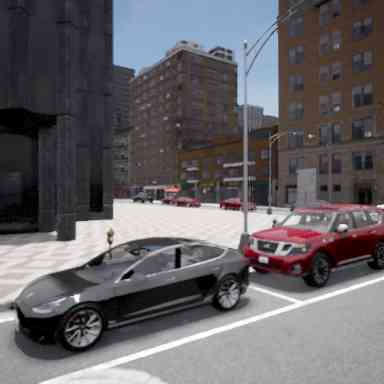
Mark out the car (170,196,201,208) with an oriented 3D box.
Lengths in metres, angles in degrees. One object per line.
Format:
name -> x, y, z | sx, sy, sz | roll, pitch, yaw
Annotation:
car -> -0.678, 1.423, 46.298 | 1.882, 1.535, 5.008 | 0, 0, -34

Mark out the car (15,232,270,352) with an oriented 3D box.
car -> -0.820, 1.564, 6.182 | 4.313, 1.339, 1.947 | 0, 0, -36

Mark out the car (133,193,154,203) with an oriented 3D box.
car -> -9.375, 1.121, 64.323 | 2.150, 2.045, 5.566 | 0, 0, -35

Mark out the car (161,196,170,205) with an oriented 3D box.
car -> -3.372, 1.407, 55.705 | 1.882, 1.535, 5.008 | 0, 0, -35

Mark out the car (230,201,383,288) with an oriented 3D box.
car -> 3.771, 1.311, 9.458 | 5.009, 1.841, 2.192 | 0, 0, -36

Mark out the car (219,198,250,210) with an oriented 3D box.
car -> 5.200, 1.425, 37.774 | 1.882, 1.535, 5.008 | 0, 0, -35
